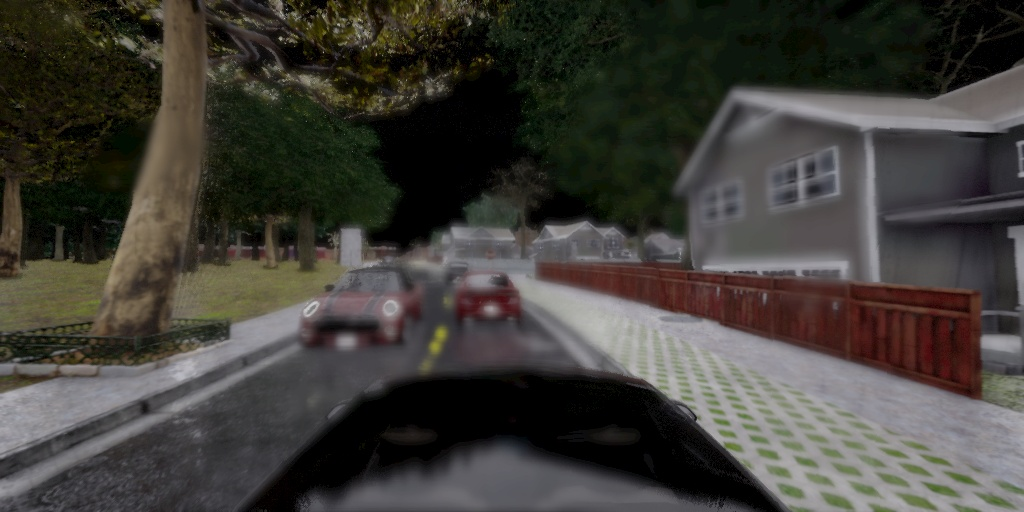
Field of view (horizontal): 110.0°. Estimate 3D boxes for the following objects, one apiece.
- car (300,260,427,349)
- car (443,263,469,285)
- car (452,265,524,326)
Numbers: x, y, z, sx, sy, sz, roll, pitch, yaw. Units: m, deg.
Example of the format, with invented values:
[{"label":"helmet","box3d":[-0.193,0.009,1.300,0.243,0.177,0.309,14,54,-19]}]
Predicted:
[{"label":"car","box3d":[-3.498,1.095,9.269,2.097,1.767,4.553,0,0,-7]},{"label":"car","box3d":[-3.855,1.228,25.985,1.837,1.490,4.892,1,0,-14]},{"label":"car","box3d":[-0.831,1.227,11.763,1.882,1.535,5.008,0,0,-7]}]
